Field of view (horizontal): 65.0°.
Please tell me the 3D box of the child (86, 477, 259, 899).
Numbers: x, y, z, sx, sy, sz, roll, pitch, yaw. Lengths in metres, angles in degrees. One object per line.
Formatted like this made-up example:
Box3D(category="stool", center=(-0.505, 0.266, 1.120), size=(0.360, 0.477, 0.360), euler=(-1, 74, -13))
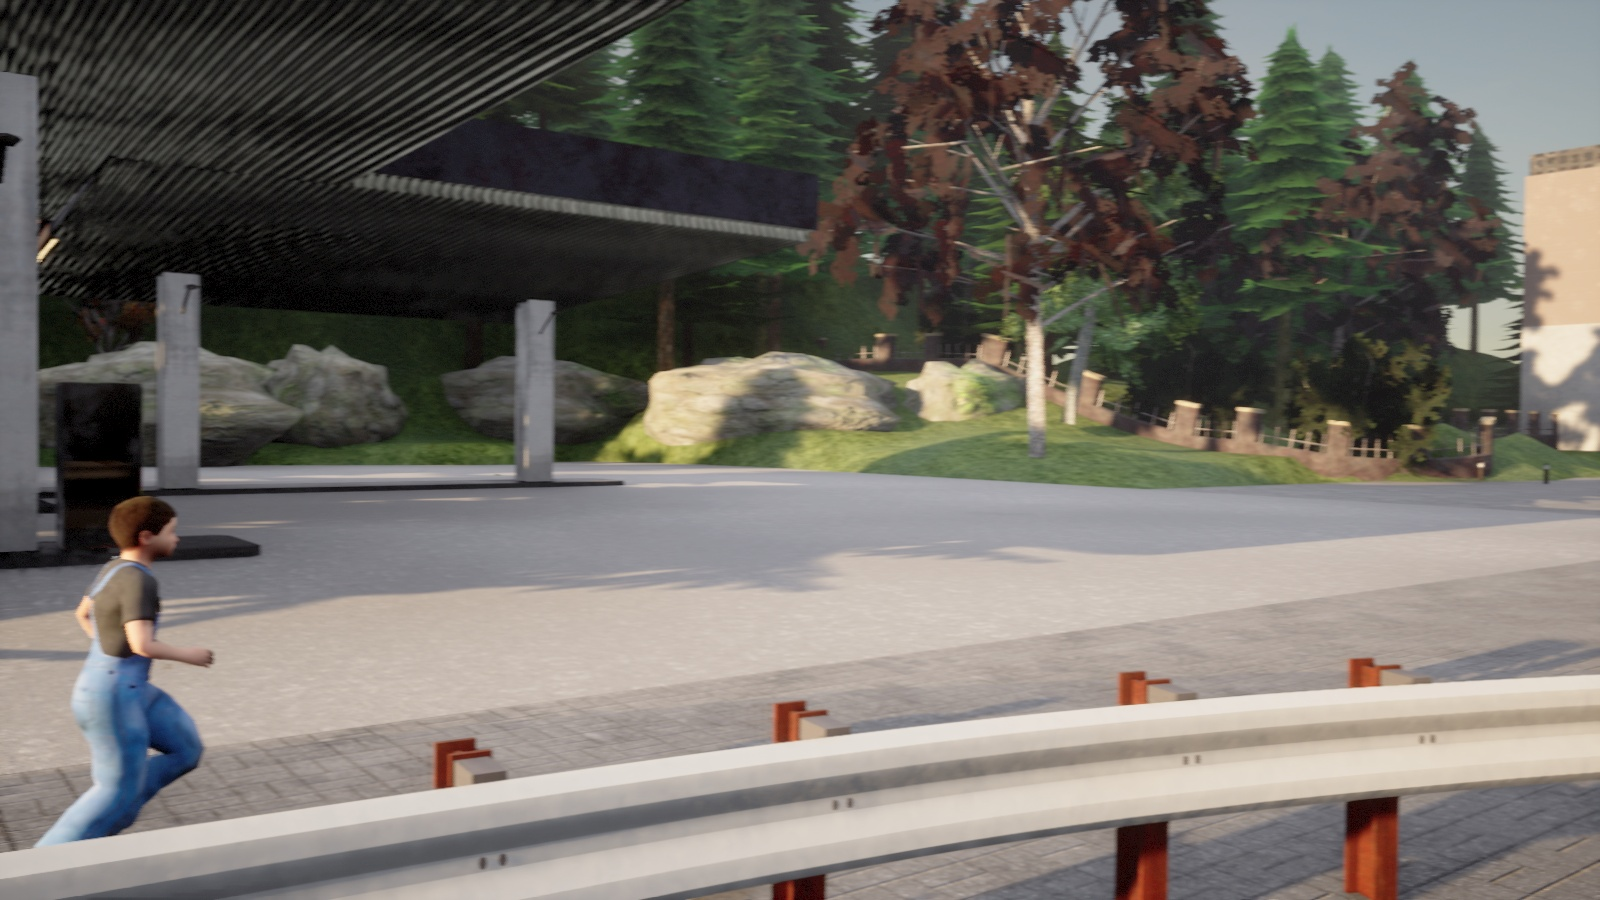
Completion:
Box3D(category="child", center=(-1.997, 0.728, 3.997), size=(0.437, 1.263, 0.270), euler=(-1, 1, -34))
